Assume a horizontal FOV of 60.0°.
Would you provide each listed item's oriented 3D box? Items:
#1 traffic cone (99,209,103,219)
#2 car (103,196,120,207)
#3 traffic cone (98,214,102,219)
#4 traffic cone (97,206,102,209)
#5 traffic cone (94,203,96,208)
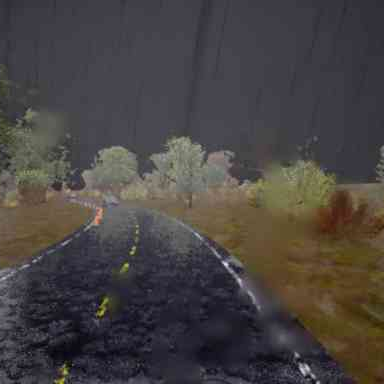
[{"bbox_3d":[-7.462,1.880,27.156,0.340,0.580,0.340,0,0,-13],"label":"traffic cone"},{"bbox_3d":[-11.549,1.378,47.337,1.837,1.490,4.892,0,0,-23],"label":"car"},{"bbox_3d":[-6.437,1.893,22.372,0.340,0.580,0.340,0,0,-11],"label":"traffic cone"},{"bbox_3d":[-8.676,1.869,31.896,0.340,0.580,0.340,0,0,-15],"label":"traffic cone"},{"bbox_3d":[-11.661,1.850,41.215,0.340,0.580,0.340,0,0,-20],"label":"traffic cone"}]
